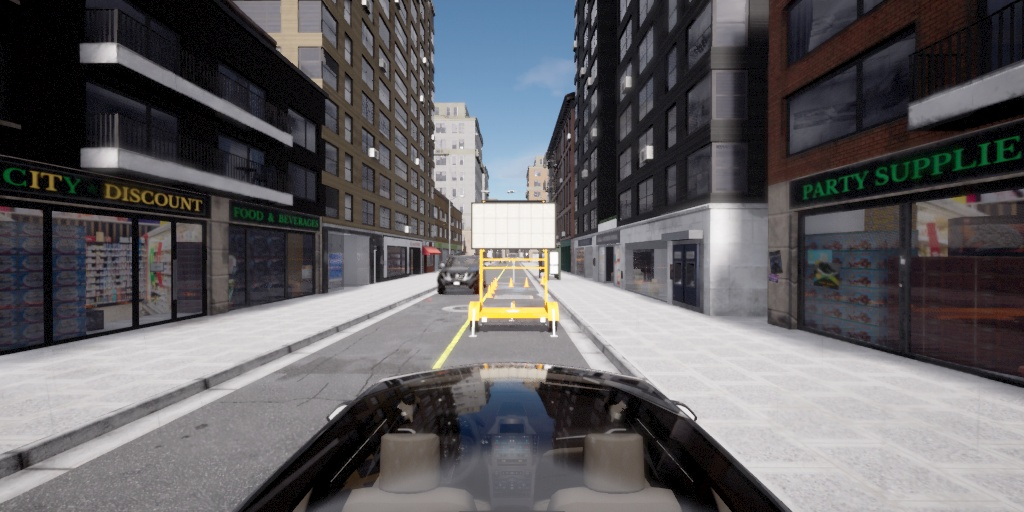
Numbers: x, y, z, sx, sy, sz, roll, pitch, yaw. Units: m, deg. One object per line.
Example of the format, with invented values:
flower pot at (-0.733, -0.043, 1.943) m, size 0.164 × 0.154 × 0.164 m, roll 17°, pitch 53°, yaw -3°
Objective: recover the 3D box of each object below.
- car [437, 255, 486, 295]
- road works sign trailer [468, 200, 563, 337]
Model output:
car at (-2.654, 0.967, 20.092) m, size 2.150 × 2.045 × 5.566 m, roll 0°, pitch 0°, yaw 0°
road works sign trailer at (0.047, 0.213, 10.257) m, size 2.380 × 3.560 × 2.880 m, roll 0°, pitch 0°, yaw 0°
